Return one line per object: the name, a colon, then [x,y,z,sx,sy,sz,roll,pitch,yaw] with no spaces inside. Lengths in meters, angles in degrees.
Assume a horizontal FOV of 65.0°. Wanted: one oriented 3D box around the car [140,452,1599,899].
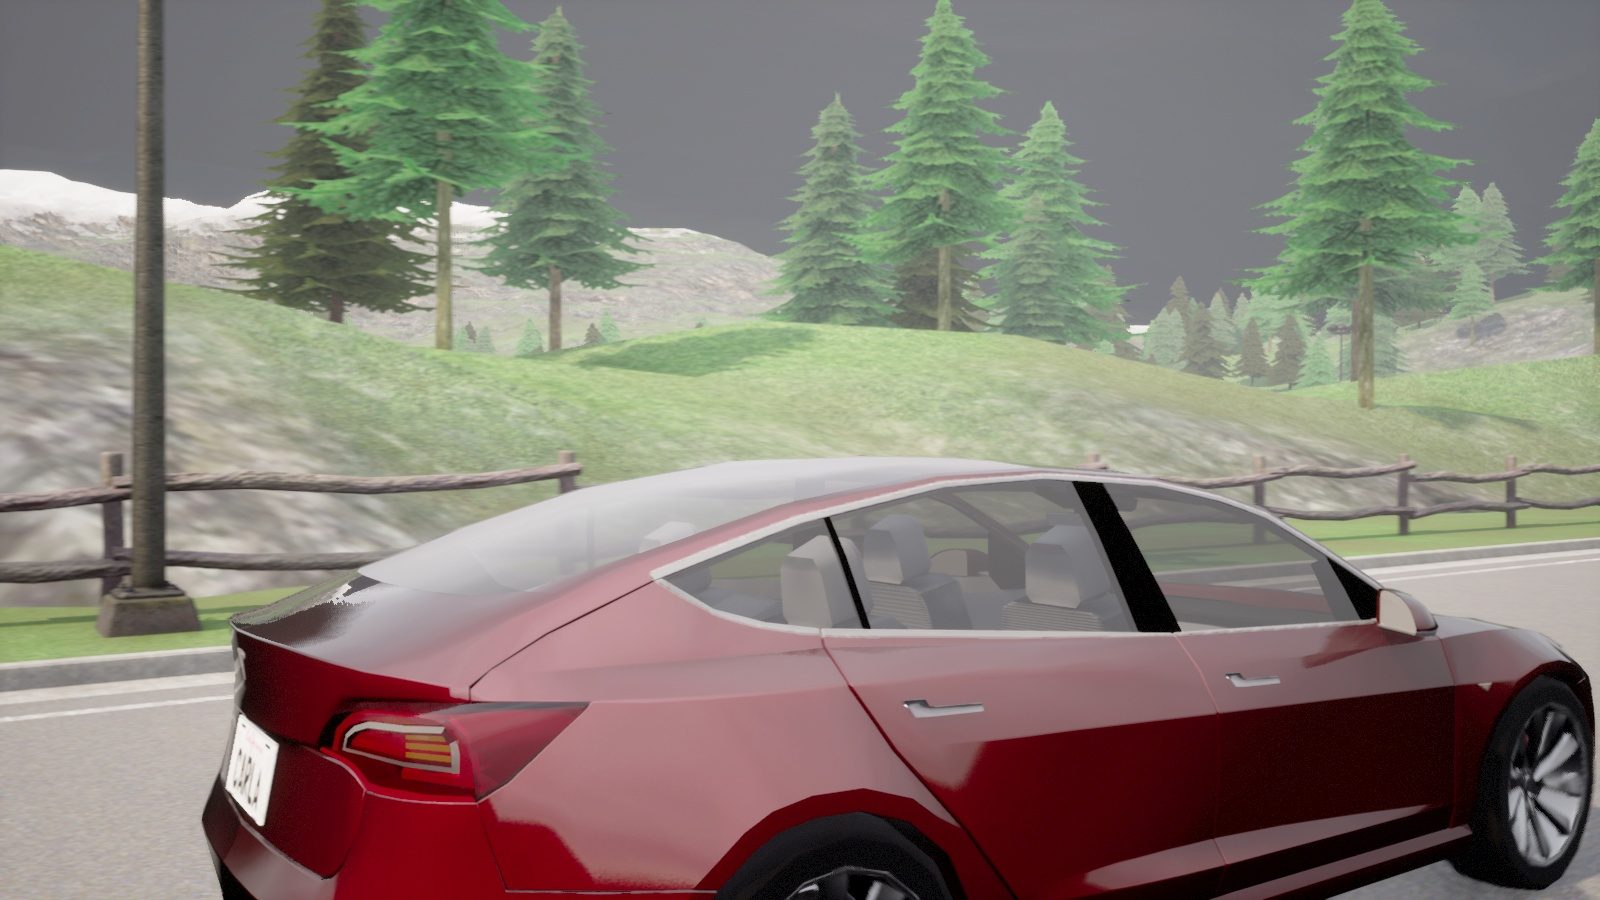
car: [0.670,0.754,4.125,4.792,1.488,2.163,0,0,-35]
